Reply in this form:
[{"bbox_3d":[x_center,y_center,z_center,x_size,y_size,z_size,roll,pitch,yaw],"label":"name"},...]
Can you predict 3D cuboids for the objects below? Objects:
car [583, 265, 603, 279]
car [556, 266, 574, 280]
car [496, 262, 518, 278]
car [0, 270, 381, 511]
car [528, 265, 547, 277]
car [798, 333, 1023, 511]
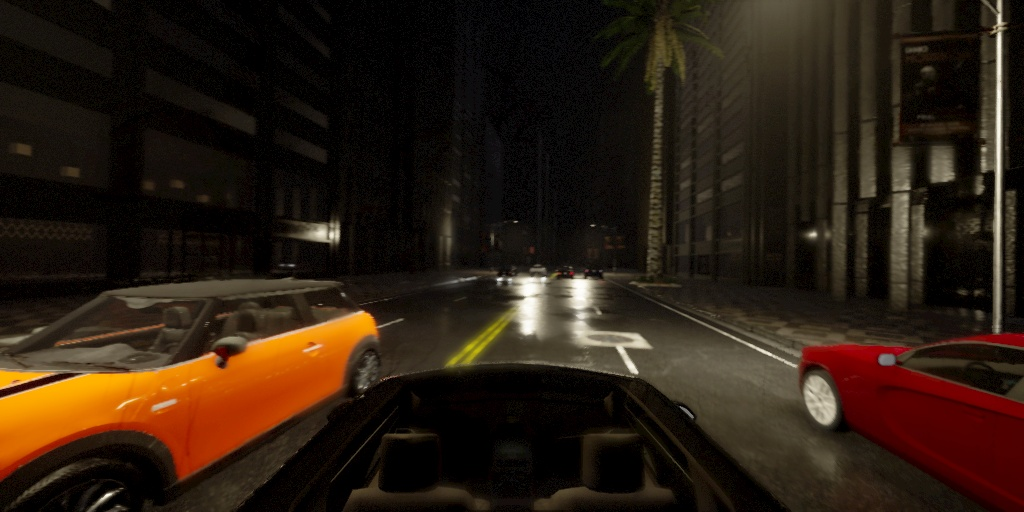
[{"bbox_3d":[9.737,1.824,43.190,2.097,1.767,4.553,1,-1,9],"label":"car"},{"bbox_3d":[5.932,1.901,39.905,2.033,1.411,5.357,1,-1,8],"label":"car"},{"bbox_3d":[-0.469,1.803,42.319,2.033,1.411,5.357,1,-1,9],"label":"car"},{"bbox_3d":[-3.267,1.059,3.584,2.097,1.767,4.553,1,-1,9],"label":"car"},{"bbox_3d":[3.319,1.899,45.474,1.812,1.442,4.674,1,-1,9],"label":"car"},{"bbox_3d":[4.416,1.328,2.651,1.882,1.535,5.008,1,-1,9],"label":"car"}]
